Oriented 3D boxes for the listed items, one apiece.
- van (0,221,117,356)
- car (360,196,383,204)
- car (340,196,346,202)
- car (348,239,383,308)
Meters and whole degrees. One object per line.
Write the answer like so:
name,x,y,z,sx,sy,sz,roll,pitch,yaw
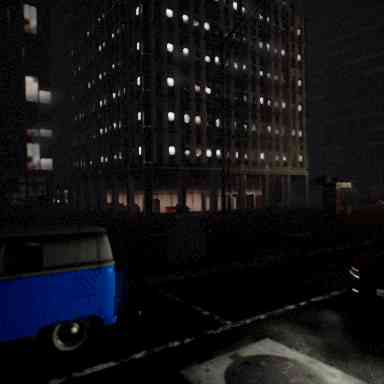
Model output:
van,-3.021,1.341,4.426,3.998,1.788,1.690,0,-1,-35
car,35.589,1.681,65.631,1.967,1.590,4.097,-2,1,-41
car,34.595,1.697,79.624,1.947,1.339,4.313,-2,1,-41
car,5.343,1.475,7.189,5.008,1.535,1.882,0,0,-35
